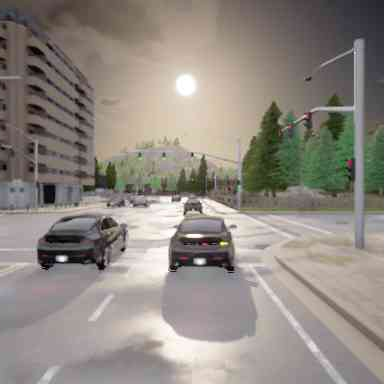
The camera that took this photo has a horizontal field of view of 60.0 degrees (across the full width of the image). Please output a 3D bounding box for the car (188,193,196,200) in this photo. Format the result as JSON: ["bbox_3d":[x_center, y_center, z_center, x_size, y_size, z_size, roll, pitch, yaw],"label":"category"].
[{"bbox_3d":[0.006,1.139,82.653,2.097,1.767,4.553,0,0,0],"label":"car"}]

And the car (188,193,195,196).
[{"bbox_3d":[0.006,1.455,73.690,1.812,1.442,4.674,0,0,0],"label":"car"}]

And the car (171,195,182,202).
[{"bbox_3d":[-3.494,1.458,73.093,2.128,1.511,4.902,0,0,0],"label":"car"}]

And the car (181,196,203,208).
[{"bbox_3d":[0.104,1.470,34.562,1.837,1.490,4.892,0,0,0],"label":"car"}]

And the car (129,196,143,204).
[{"bbox_3d":[-10.520,1.508,62.678,1.994,1.385,4.181,0,0,1],"label":"car"}]

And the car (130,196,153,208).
[{"bbox_3d":[-7.077,1.484,46.798,1.812,1.442,4.674,0,0,0],"label":"car"}]

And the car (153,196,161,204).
[{"bbox_3d":[-7.019,1.470,62.774,1.812,1.442,4.674,0,0,0],"label":"car"}]

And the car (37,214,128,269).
[{"bbox_3d":[-3.408,1.493,11.150,1.837,1.490,4.892,0,0,0],"label":"car"}]

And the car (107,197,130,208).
[{"bbox_3d":[-10.578,1.449,46.613,2.128,1.511,4.902,0,0,0],"label":"car"}]

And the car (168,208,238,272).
[{"bbox_3d":[0.404,1.495,10.799,1.837,1.490,4.892,0,0,5],"label":"car"}]

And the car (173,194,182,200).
[{"bbox_3d":[-3.494,1.324,82.684,2.033,1.411,5.357,0,0,0],"label":"car"}]
